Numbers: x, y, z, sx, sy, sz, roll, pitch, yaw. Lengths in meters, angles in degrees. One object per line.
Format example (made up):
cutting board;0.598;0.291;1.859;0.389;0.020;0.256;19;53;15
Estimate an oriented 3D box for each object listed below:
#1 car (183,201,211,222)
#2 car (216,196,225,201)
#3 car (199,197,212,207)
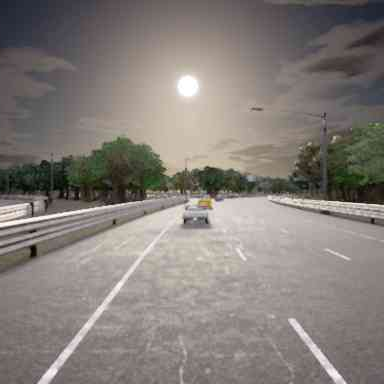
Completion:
car;0.345;1.612;25.921;1.895;1.301;4.718;0;0;2
car;7.285;1.590;85.989;1.994;1.385;4.181;0;0;11
car;1.932;1.500;48.519;1.882;1.535;5.008;0;0;5
